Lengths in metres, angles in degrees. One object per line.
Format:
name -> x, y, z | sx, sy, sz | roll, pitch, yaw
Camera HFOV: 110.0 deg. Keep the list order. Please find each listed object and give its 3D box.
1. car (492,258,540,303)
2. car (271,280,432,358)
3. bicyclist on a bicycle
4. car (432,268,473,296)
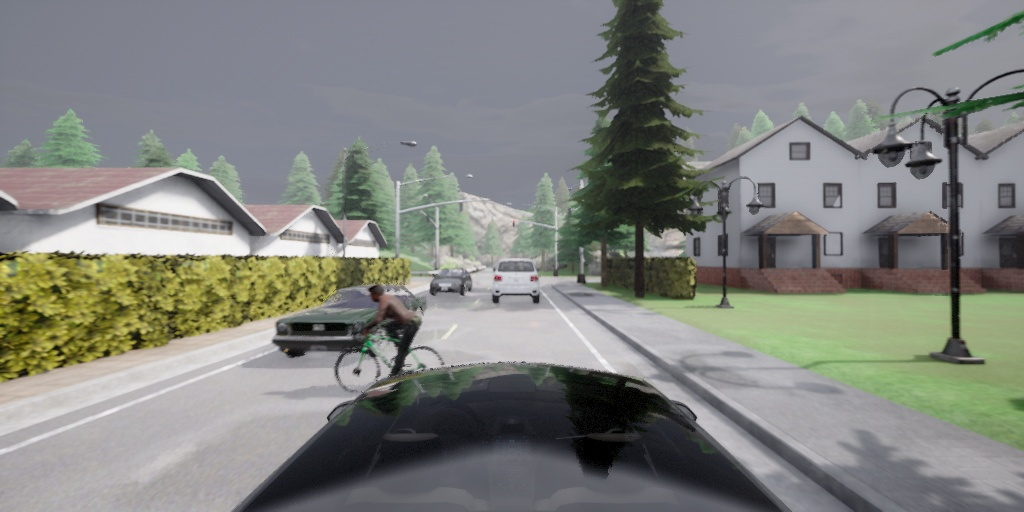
car -> 0.193, 1.145, 17.931 | 2.150, 2.045, 5.566 | 0, 0, 0
car -> -3.555, 1.426, 8.834 | 1.895, 1.301, 4.718 | 0, -1, 0
bicyclist on a bicycle -> -1.842, 1.242, 5.357 | 1.656, 1.620, 0.582 | -2, -1, 0
car -> -3.410, 1.445, 20.844 | 2.128, 1.511, 4.902 | 0, -1, 1
